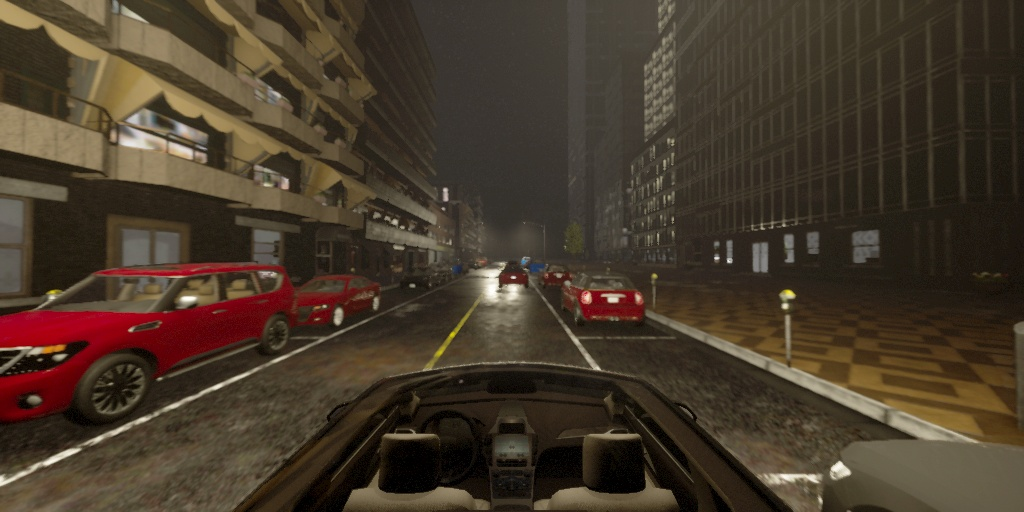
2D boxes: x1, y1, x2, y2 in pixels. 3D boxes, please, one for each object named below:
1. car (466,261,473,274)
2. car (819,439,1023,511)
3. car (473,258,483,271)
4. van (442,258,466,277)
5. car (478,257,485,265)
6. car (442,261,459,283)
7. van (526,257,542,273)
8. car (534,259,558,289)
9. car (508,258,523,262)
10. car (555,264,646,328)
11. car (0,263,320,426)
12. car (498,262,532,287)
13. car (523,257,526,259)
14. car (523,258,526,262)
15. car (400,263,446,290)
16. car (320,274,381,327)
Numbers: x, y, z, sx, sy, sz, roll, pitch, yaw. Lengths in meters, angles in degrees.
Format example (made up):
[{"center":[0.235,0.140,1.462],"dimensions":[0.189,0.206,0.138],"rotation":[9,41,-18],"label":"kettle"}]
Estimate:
[{"center":[-5.688,1.290,39.189],"dimensions":[1.751,1.417,4.829],"rotation":[0,0,0],"label":"car"},{"center":[2.691,1.300,0.369],"dimensions":[2.007,1.370,4.403],"rotation":[0,0,0],"label":"car"},{"center":[-5.688,1.320,50.497],"dimensions":[2.007,1.370,4.403],"rotation":[0,0,0],"label":"car"},{"center":[-5.689,1.103,33.789],"dimensions":[1.690,1.789,3.998],"rotation":[0,0,0],"label":"van"},{"center":[-5.688,1.298,55.898],"dimensions":[1.751,1.417,4.829],"rotation":[0,0,0],"label":"car"},{"center":[-5.689,1.310,28.219],"dimensions":[2.007,1.370,4.403],"rotation":[0,0,0],"label":"car"},{"center":[2.693,1.105,39.358],"dimensions":[1.690,1.789,3.998],"rotation":[0,0,0],"label":"van"},{"center":[2.692,1.196,22.648],"dimensions":[1.967,1.591,4.097],"rotation":[0,0,0],"label":"car"},{"center":[0.102,1.273,47.732],"dimensions":[1.837,1.490,4.892],"rotation":[0,0,0],"label":"car"},{"center":[2.691,1.192,11.508],"dimensions":[1.967,1.591,4.097],"rotation":[0,0,0],"label":"car"},{"center":[-5.690,1.066,5.940],"dimensions":[2.192,1.841,5.009],"rotation":[0,0,0],"label":"car"},{"center":[0.100,1.321,24.669],"dimensions":[1.994,1.385,4.181],"rotation":[0,0,0],"label":"car"},{"center":[2.693,1.297,56.235],"dimensions":[1.751,1.417,4.829],"rotation":[0,0,0],"label":"car"},{"center":[2.693,1.351,50.496],"dimensions":[1.802,1.307,4.207],"rotation":[0,0,0],"label":"car"},{"center":[-5.689,1.323,22.649],"dimensions":[1.948,1.339,4.313],"rotation":[0,0,0],"label":"car"},{"center":[-5.690,1.298,11.510],"dimensions":[1.888,1.381,4.507],"rotation":[0,0,0],"label":"car"}]
